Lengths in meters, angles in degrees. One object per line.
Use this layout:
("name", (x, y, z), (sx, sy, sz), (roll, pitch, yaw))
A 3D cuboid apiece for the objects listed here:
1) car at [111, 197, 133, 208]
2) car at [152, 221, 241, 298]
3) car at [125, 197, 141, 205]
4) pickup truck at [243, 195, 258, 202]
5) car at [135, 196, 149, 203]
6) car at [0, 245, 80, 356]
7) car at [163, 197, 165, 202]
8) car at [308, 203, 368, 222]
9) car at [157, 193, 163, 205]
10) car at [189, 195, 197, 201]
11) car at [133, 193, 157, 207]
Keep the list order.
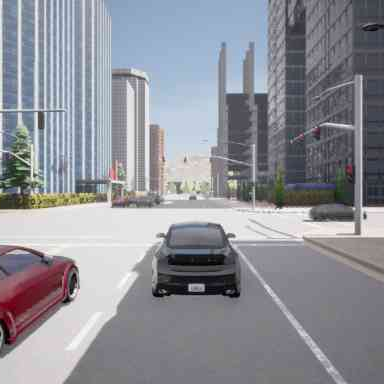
("car", (-10.456, 1.477, 48.858), (1.882, 1.535, 5.008), (0, 0, 0))
("car", (0.100, 1.505, 8.514), (1.837, 1.490, 4.892), (0, 0, 0))
("car", (-10.420, 1.564, 58.842), (1.994, 1.385, 4.181), (0, 0, 0))
("pickup truck", (13.311, 1.058, 72.720), (2.390, 2.098, 6.274), (0, 0, 31))
("car", (-10.320, 1.525, 69.003), (2.128, 1.511, 4.902), (0, 0, 0))
("car", (-3.424, 1.564, 5.562), (1.994, 1.385, 4.181), (0, 0, 1))
("car", (-6.818, 1.524, 69.845), (1.812, 1.442, 4.674), (0, 0, 0))
("car", (11.179, 1.564, 25.641), (4.181, 1.385, 1.994), (0, 0, 1))
("car", (-6.916, 1.221, 59.497), (2.150, 2.045, 5.566), (0, 0, 1))
("car", (0.227, 1.524, 86.976), (1.812, 1.442, 4.674), (0, 0, 0))
("car", (-6.954, 1.352, 49.657), (2.097, 1.767, 4.553), (0, 0, 0))
